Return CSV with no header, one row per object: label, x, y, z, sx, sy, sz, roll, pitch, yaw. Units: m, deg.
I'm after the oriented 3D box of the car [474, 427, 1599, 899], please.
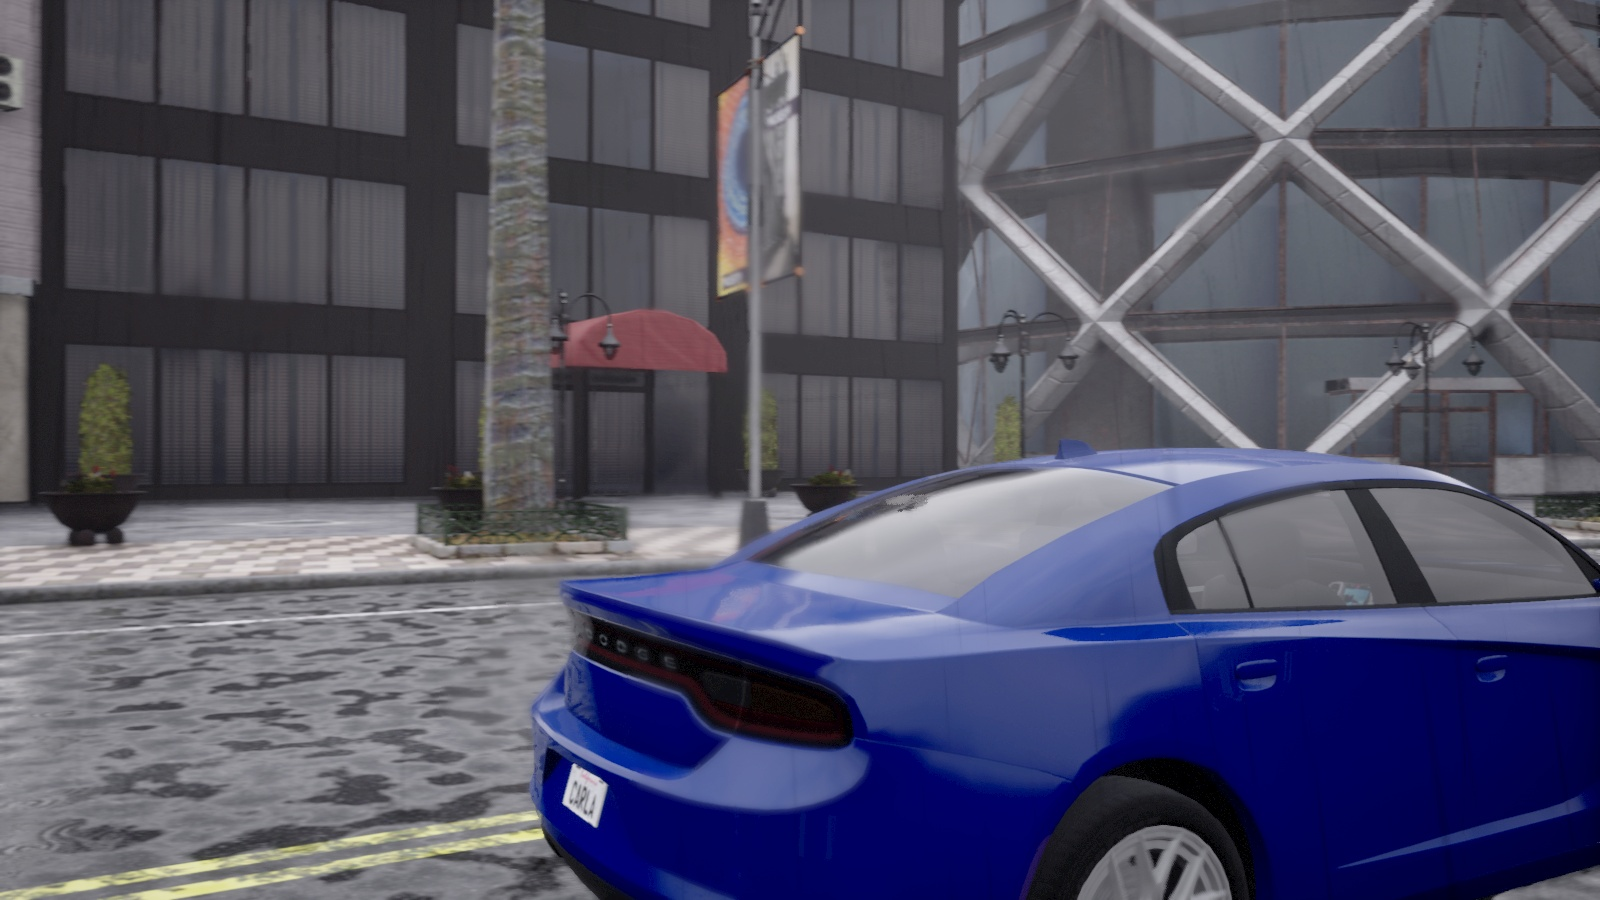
car,1.599,0.726,4.440,5.008,1.535,1.882,0,0,-30
